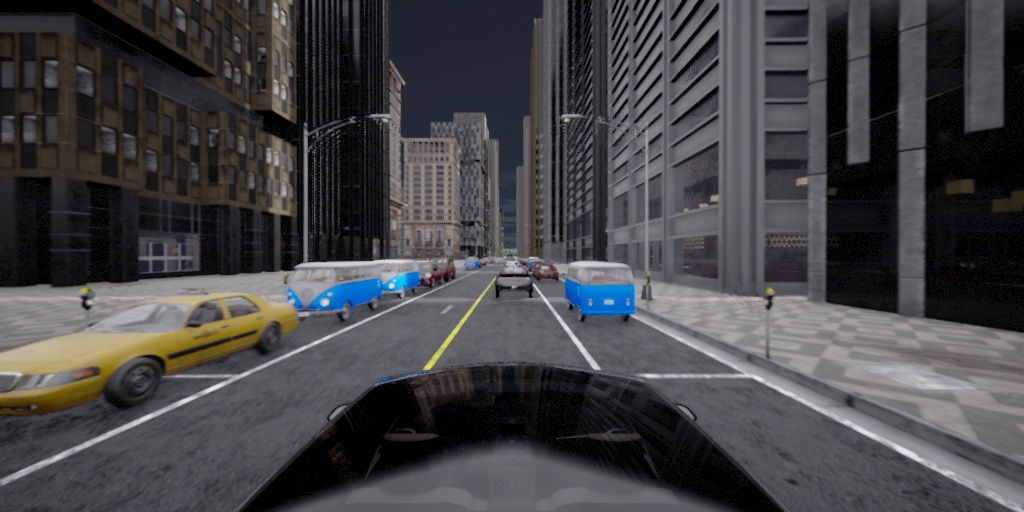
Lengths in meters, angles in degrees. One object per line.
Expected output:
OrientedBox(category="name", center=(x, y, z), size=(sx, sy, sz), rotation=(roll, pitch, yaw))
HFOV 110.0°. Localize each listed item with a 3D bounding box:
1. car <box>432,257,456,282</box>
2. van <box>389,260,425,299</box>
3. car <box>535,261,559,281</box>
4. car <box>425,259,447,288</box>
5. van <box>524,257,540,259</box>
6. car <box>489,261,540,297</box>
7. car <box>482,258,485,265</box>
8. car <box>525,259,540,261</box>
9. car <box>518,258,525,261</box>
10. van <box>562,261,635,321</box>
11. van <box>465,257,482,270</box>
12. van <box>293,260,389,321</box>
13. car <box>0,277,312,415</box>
OrientedBox(category="car", center=(-5.757, 1.037, 28.967), size=(2.192, 1.841, 5.009), rotation=(0, 0, 0))
OrientedBox(category="van", center=(-5.759, 1.075, 17.685), size=(1.690, 1.789, 3.998), rotation=(0, 0, 0))
OrientedBox(category="car", center=(2.768, 1.302, 28.970), size=(1.802, 1.307, 4.207), rotation=(0, 0, 0))
OrientedBox(category="car", center=(-5.758, 1.168, 23.326), size=(1.967, 1.591, 4.097), rotation=(0, 0, 0))
OrientedBox(category="van", center=(2.771, 1.042, 45.892), size=(1.690, 1.789, 3.998), rotation=(0, 0, 0))
OrientedBox(category="car", center=(0.100, 1.223, 18.732), size=(2.128, 1.511, 4.902), rotation=(0, 0, 0))
OrientedBox(category="car", center=(-5.753, 1.235, 57.172), size=(1.888, 1.381, 4.507), rotation=(0, 0, 0))
OrientedBox(category="car", center=(2.770, 1.274, 40.251), size=(1.948, 1.339, 4.313), rotation=(0, 0, 0))
OrientedBox(category="car", center=(0.105, 1.237, 37.722), size=(1.812, 1.442, 4.674), rotation=(0, 0, 0))
OrientedBox(category="van", center=(2.765, 1.079, 12.047), size=(1.690, 1.789, 3.998), rotation=(0, 0, 0))
OrientedBox(category="van", center=(-5.754, 1.037, 51.531), size=(1.690, 1.789, 3.998), rotation=(0, 0, 0))
OrientedBox(category="van", center=(-5.760, 1.081, 12.044), size=(1.690, 1.789, 3.998), rotation=(0, 0, 0))
OrientedBox(category="car", center=(-5.761, 1.272, 6.233), size=(1.751, 1.417, 4.829), rotation=(0, 0, 0))
